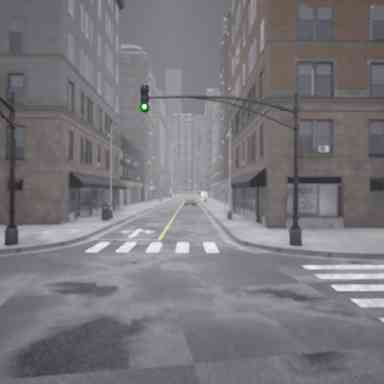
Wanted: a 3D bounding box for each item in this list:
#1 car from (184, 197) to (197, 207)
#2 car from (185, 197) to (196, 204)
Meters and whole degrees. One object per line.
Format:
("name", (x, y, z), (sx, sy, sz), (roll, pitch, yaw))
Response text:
("car", (-0.258, 1.564, 51.623), (1.895, 1.301, 4.718), (0, 0, 0))
("car", (-0.323, 1.553, 61.627), (1.895, 1.301, 4.718), (0, 0, 0))
